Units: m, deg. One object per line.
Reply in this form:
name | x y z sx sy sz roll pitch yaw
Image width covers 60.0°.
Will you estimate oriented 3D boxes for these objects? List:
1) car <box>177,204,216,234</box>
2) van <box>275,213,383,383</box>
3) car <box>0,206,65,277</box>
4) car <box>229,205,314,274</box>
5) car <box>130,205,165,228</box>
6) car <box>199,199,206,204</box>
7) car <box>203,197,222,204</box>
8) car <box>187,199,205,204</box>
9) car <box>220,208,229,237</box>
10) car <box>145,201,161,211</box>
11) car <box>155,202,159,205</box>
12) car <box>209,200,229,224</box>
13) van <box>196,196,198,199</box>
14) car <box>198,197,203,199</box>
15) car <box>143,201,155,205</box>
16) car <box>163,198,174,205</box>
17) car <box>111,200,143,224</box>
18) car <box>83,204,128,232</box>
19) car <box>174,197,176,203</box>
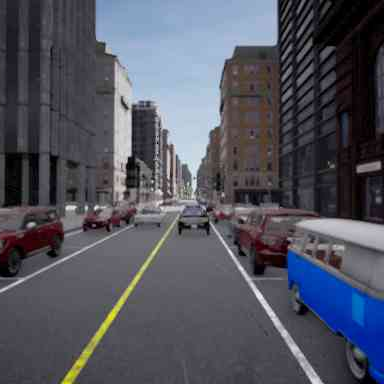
car | 0.115 1.704 20.675 2.128 1.511 4.902 0 -1 0
van | 2.682 1.395 5.165 1.690 1.788 3.998 1 -1 0
car | -5.839 1.426 10.803 2.192 1.841 5.009 1 -1 0
car | 2.686 1.427 10.789 2.192 1.841 5.009 1 -1 0
car | -3.083 1.856 24.760 1.895 1.301 4.718 0 -1 0
car | 2.740 2.505 88.519 1.802 1.307 4.206 1 -1 0
car | 2.707 1.718 38.909 2.192 1.841 5.009 1 -1 0
car | 0.128 1.869 37.774 1.882 1.535 5.008 0 -1 0
car | 2.688 1.720 16.411 2.008 1.369 4.403 1 -1 0
car | -5.813 2.044 50.001 1.752 1.417 4.829 1 -1 0
car | -5.817 2.006 44.546 1.887 1.381 4.507 1 -1 0
car | 2.697 1.726 27.660 1.967 1.590 4.097 1 -1 0
van | 2.747 2.325 94.195 1.690 1.788 3.998 1 -1 0
car | 2.732 2.386 77.173 1.802 1.307 4.206 1 -1 0
car | -5.821 1.926 38.752 1.752 1.417 4.829 1 -1 0
car | -5.794 2.348 77.189 1.887 1.381 4.507 1 -1 0
car | -5.827 1.601 27.676 2.192 1.841 5.009 1 -1 0
car | -5.833 1.772 22.049 1.887 1.381 4.507 1 -1 0
car | -5.789 2.407 82.861 1.887 1.381 4.507 1 -1 0
